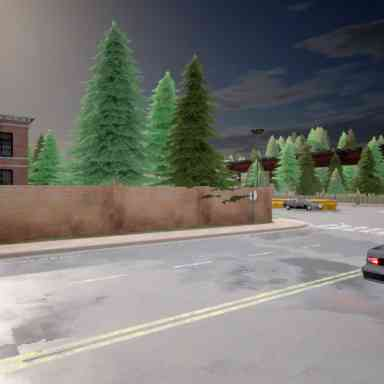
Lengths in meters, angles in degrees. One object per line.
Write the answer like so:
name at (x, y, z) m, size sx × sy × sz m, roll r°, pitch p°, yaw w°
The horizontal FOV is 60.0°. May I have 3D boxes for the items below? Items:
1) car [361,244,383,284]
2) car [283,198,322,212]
car at (6.347, 1.547, 8.253) m, size 5.357 × 1.411 × 2.033 m, roll 0°, pitch 0°, yaw -35°
car at (13.198, 1.492, 39.832) m, size 2.128 × 1.511 × 4.902 m, roll 0°, pitch 0°, yaw -35°
